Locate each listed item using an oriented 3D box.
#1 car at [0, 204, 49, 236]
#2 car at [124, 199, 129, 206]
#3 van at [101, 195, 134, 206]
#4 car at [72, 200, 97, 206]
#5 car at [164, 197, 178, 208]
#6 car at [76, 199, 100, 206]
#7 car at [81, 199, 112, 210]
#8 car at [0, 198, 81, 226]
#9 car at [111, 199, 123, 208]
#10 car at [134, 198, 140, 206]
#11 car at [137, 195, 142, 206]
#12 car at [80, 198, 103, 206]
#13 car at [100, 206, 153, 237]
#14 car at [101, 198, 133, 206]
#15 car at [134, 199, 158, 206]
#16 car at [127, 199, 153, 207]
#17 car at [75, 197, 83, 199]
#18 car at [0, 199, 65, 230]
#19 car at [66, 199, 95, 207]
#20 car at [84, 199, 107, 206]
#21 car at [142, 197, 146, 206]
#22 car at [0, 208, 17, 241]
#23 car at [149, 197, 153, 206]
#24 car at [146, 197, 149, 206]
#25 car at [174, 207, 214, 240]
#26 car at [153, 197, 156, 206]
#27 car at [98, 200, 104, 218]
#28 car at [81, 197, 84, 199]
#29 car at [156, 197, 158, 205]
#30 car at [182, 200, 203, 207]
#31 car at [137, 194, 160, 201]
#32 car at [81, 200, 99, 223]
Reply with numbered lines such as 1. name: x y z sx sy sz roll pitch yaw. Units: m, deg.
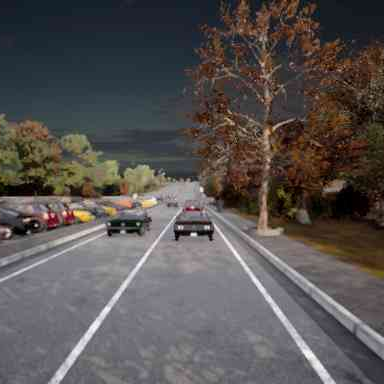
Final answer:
1. car: -10.309 1.533 16.746 5.008 1.535 2.097 0 -1 0
2. car: -10.279 1.816 38.954 4.792 1.488 2.163 0 -1 0
3. van: -10.423 1.624 44.508 4.442 1.987 1.878 0 -1 0
4. car: -23.376 2.363 72.269 4.674 1.452 2.002 0 -1 0
5. car: -3.421 2.034 58.844 1.882 1.535 5.008 0 -1 0
6. car: -23.349 2.409 75.038 4.792 1.488 2.163 0 -1 0
7. car: -10.317 1.692 30.626 4.892 1.521 2.231 0 -1 0
8. car: -10.282 1.471 22.299 4.553 1.767 2.185 0 -1 0
9. car: -10.124 1.720 33.402 5.366 1.575 1.946 0 -1 0
10. car: -10.335 1.911 47.282 4.792 1.488 2.163 0 -1 0
11. car: -10.336 1.790 50.057 4.553 1.767 2.185 0 -1 0
12. car: -23.408 2.307 77.686 4.553 1.767 2.185 0 -1 0
13. car: -3.368 1.670 18.472 1.895 1.301 4.718 0 0 0
14. car: -10.278 1.848 41.730 4.792 1.488 2.163 0 -1 0
15. car: -10.303 2.380 75.029 5.008 1.535 2.097 0 -1 0
16. car: -10.307 2.214 66.701 4.892 1.521 2.231 0 -1 0
17. car: -23.353 2.130 61.192 4.792 1.488 2.163 0 -1 0
18. car: -10.282 1.439 19.523 4.553 1.767 2.185 0 -1 0
19. car: -23.194 2.264 69.500 5.366 1.575 1.946 0 -1 0
20. car: -23.371 2.488 80.455 5.008 1.535 2.097 0 -1 0
21. car: -10.298 1.955 52.835 4.892 1.521 2.231 0 -1 0
22. car: -10.318 1.541 13.969 4.674 1.452 2.002 0 -1 0
23. car: -10.117 2.042 58.254 5.366 1.575 1.946 0 -1 0
24. car: -10.489 1.994 55.602 5.366 1.575 1.946 0 -1 0
25. car: 0.083 1.662 17.342 1.895 1.301 4.718 0 0 0
26. car: -10.116 2.154 63.926 5.366 1.575 1.946 0 -1 0
27. car: -10.305 1.661 27.850 4.892 1.521 2.231 0 -1 0
28. car: -23.410 1.905 63.966 5.566 2.045 2.435 0 -1 0
29. car: -10.485 2.265 69.477 5.366 1.575 1.946 0 -1 0
30. car: 0.056 1.593 34.977 2.097 1.767 4.553 0 -1 0
31. car: -10.327 2.073 72.258 5.566 2.045 2.435 0 -1 0
32. car: -10.127 1.625 25.074 5.366 1.575 1.946 0 -1 0
